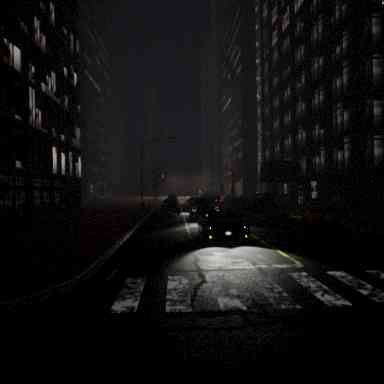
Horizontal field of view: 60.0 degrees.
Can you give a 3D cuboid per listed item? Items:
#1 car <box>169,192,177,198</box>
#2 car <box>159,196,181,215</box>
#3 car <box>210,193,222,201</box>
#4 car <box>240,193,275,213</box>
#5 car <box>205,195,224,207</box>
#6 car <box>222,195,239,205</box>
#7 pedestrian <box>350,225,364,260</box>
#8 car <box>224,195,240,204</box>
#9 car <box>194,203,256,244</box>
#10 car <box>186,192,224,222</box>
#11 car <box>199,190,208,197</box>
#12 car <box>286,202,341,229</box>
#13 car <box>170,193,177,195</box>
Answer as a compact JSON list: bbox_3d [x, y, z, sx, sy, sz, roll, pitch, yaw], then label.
[{"bbox_3d":[-4.889,0.749,87.279,1.967,1.590,4.097,0,1,-3],"label":"car"},{"bbox_3d":[-2.032,1.367,30.926,1.947,1.339,4.313,0,1,-3],"label":"car"},{"bbox_3d":[4.621,0.911,65.195,1.887,1.381,4.507,0,1,-3],"label":"car"},{"bbox_3d":[6.332,0.974,31.389,2.192,1.841,5.009,0,1,-3],"label":"car"},{"bbox_3d":[3.016,1.129,45.519,2.033,1.411,5.357,-1,1,-3],"label":"car"},{"bbox_3d":[5.478,1.096,48.293,1.802,1.307,4.206,0,1,-3],"label":"car"},{"bbox_3d":[5.146,1.547,10.283,0.500,1.100,0.500,0,0,-3],"label":"pedestrian"},{"bbox_3d":[5.764,1.108,42.659,1.887,1.381,4.507,0,1,-3],"label":"car"},{"bbox_3d":[1.348,1.454,15.243,1.994,1.385,4.181,-1,1,-3],"label":"car"},{"bbox_3d":[0.862,1.163,24.792,2.097,1.767,4.553,-1,1,-3],"label":"car"},{"bbox_3d":[3.192,0.431,93.363,2.192,1.841,5.009,0,1,-3],"label":"car"},{"bbox_3d":[6.901,1.286,19.456,1.752,1.417,4.829,0,1,-3],"label":"car"},{"bbox_3d":[-2.889,1.238,47.832,1.802,1.307,4.206,0,1,-3],"label":"car"}]
